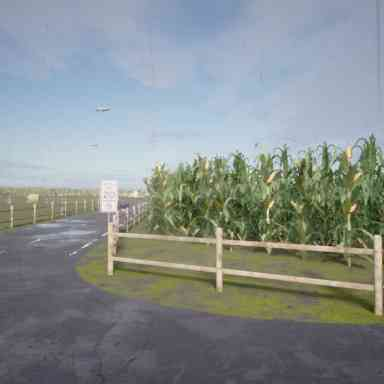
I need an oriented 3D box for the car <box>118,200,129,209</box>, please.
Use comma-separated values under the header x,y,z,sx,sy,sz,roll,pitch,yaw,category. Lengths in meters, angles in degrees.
x,y,z,sx,sy,sz,roll,pitch,yaw,category
-11.071,1.876,52.077,1.994,1.385,4.181,1,0,-4,car
